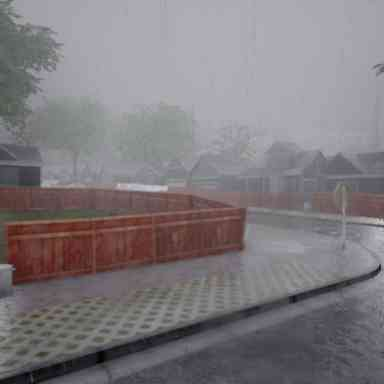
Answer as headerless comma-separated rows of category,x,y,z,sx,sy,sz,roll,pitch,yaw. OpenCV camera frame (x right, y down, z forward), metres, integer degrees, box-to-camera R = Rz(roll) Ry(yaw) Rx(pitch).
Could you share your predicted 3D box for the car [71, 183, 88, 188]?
car,-16.425,-0.496,48.516,2.097,1.767,4.553,1,2,-35
